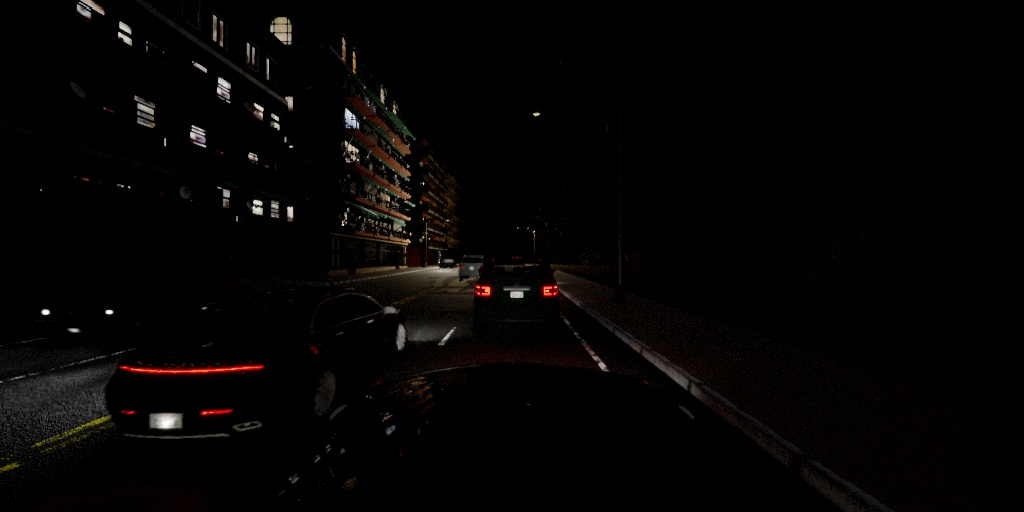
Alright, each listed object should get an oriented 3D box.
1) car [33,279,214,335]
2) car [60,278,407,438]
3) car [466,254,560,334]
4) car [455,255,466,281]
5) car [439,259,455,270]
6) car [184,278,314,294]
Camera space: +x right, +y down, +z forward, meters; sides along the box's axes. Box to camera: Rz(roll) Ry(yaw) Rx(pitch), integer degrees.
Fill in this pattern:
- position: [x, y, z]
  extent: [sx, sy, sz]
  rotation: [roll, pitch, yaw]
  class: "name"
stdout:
- position: [-9.818, 1.352, 10.246]
  extent: [1.895, 1.301, 4.718]
  rotation: [0, 0, 0]
  class: "car"
- position: [-3.136, 1.255, 5.682]
  extent: [1.837, 1.490, 4.892]
  rotation: [0, 0, 0]
  class: "car"
- position: [0.130, 0.973, 10.819]
  extent: [2.150, 2.045, 5.566]
  rotation: [0, 0, 0]
  class: "car"
- position: [-3.045, 0.974, 29.734]
  extent: [2.150, 2.045, 5.566]
  rotation: [0, 0, 0]
  class: "car"
- position: [-9.638, 1.242, 53.931]
  extent: [2.128, 1.511, 4.902]
  rotation: [0, 0, 0]
  class: "car"
- position: [-6.565, 1.352, 10.651]
  extent: [1.895, 1.301, 4.718]
  rotation: [0, 0, 0]
  class: "car"
